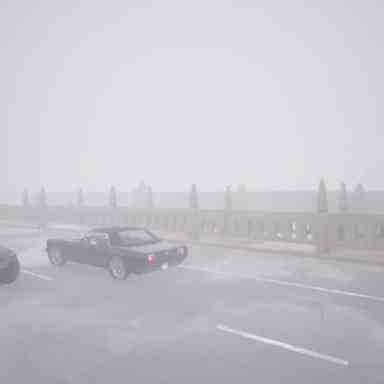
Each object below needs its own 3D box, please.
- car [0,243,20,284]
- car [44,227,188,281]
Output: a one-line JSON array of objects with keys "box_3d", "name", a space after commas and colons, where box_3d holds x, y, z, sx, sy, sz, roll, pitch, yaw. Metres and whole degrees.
[{"box_3d": [-6.380, 1.657, 8.721, 4.181, 1.385, 1.994, 0, -1, 35], "name": "car"}, {"box_3d": [-2.520, 1.723, 10.272, 4.718, 1.301, 1.895, 0, -1, 36], "name": "car"}]
